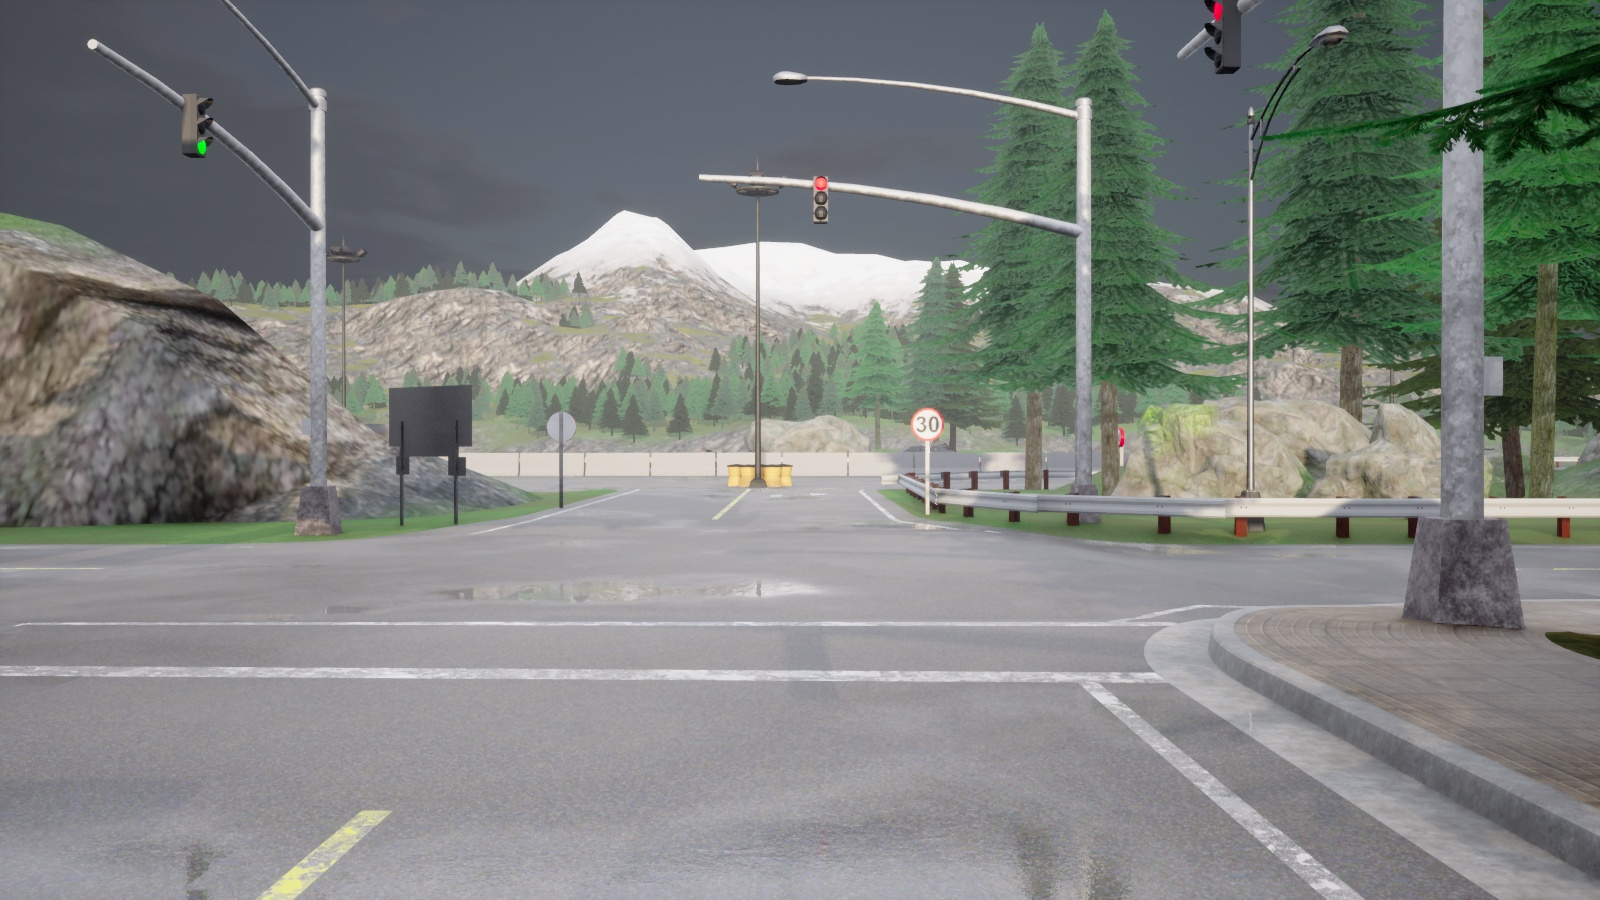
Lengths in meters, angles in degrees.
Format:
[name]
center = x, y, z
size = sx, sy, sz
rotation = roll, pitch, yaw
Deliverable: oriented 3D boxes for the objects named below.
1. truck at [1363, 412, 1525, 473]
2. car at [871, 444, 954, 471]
[truck]
center = 37.296, -0.421, 72.910
size = 7.936, 3.462, 2.891
rotation = 0, 0, 0
[car]
center = 6.843, 0.445, 76.632
size = 4.856, 1.649, 2.033
rotation = 0, 0, 0
